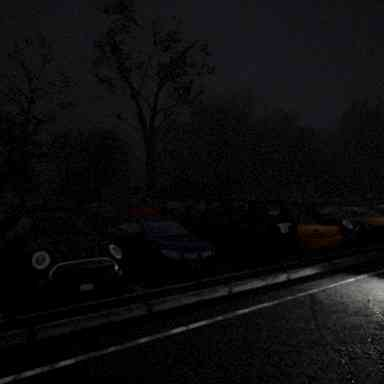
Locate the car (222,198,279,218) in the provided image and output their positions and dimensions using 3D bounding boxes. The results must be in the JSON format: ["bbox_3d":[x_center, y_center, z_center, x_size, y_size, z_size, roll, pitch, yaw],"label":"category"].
[{"bbox_3d":[5.182,1.376,30.194,2.097,1.535,5.008,0,0,-36],"label":"car"}]

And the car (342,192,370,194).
[{"bbox_3d":[21.274,1.021,41.670,2.435,2.045,5.566,0,0,-36],"label":"car"}]

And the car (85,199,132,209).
[{"bbox_3d":[-6.201,1.447,22.056,2.231,1.521,4.892,0,0,-36],"label":"car"}]

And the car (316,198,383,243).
[{"bbox_3d":[5.744,1.293,15.177,2.185,1.767,4.553,0,0,-36],"label":"car"}]

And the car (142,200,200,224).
[{"bbox_3d":[-1.708,1.418,25.267,2.097,1.535,5.008,0,0,-36],"label":"car"}]

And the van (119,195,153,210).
[{"bbox_3d":[-3.966,1.206,23.788,1.878,1.987,4.442,0,0,-36],"label":"van"}]

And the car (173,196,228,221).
[{"bbox_3d":[0.574,1.279,26.930,2.185,1.767,4.553,0,0,-36],"label":"car"}]

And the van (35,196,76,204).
[{"bbox_3d":[-8.564,1.234,20.503,1.878,1.987,4.442,0,0,-36],"label":"van"}]

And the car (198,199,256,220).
[{"bbox_3d":[2.891,1.390,28.544,2.097,1.535,5.008,0,0,-36],"label":"car"}]

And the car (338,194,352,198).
[{"bbox_3d":[14.475,1.320,36.831,2.231,1.521,4.892,0,0,-36],"label":"car"}]

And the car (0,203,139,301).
[{"bbox_3d":[-3.450,1.349,8.601,2.185,1.767,4.553,0,0,-36],"label":"car"}]

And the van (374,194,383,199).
[{"bbox_3d":[14.886,1.136,21.821,1.878,1.987,4.442,0,0,-36],"label":"van"}]

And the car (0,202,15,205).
[{"bbox_3d":[-10.875,1.349,18.669,2.185,1.767,4.553,0,0,-36],"label":"car"}]

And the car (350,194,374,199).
[{"bbox_3d":[19.059,1.289,40.128,2.231,1.521,4.892,0,0,-36],"label":"car"}]

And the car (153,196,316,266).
[{"bbox_3d":[1.148,1.195,11.886,2.435,2.045,5.566,0,0,-36],"label":"car"}]

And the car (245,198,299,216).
[{"bbox_3d":[7.566,1.391,31.930,2.163,1.488,4.792,0,0,-36],"label":"car"}]

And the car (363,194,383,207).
[{"bbox_3d":[25.996,1.101,45.005,2.185,1.767,4.553,0,0,-36],"label":"car"}]

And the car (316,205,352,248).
[{"bbox_3d":[3.356,1.429,13.658,1.946,1.575,5.366,0,0,-36],"label":"car"}]

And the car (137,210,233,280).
[{"bbox_3d":[-1.134,1.501,10.222,2.002,1.452,4.674,0,0,-36],"label":"car"}]
